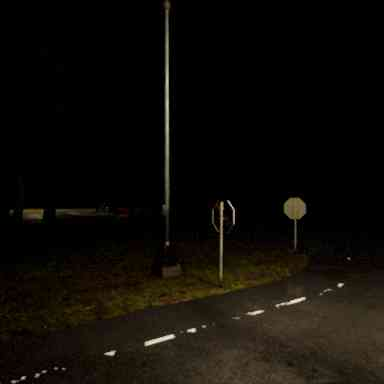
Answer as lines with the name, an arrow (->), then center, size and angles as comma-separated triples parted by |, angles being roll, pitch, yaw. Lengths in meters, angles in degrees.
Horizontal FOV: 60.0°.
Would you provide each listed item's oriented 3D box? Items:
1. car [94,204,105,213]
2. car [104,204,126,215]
car -> -16.382, 2.925, 61.330 | 2.097, 1.767, 4.553 | 2, -2, -33
car -> -12.490, 2.961, 55.495 | 1.837, 1.490, 4.892 | 2, -2, -33
